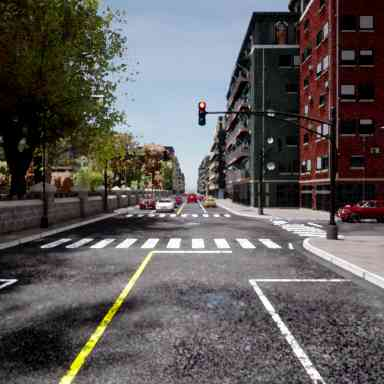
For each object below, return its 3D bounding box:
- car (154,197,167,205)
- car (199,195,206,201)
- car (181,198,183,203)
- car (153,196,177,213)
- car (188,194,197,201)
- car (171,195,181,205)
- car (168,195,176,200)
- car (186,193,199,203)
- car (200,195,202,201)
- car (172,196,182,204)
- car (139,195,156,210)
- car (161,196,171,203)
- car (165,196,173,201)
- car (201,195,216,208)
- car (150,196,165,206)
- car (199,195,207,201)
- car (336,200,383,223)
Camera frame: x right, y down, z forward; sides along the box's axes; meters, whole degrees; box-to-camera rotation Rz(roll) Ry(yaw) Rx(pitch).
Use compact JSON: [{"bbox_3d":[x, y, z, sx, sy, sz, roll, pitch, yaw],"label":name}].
[{"bbox_3d":[-5.660,1.566,60.542,1.887,1.381,4.507,0,0,0],"label":"car"},{"bbox_3d":[2.736,1.592,88.214,1.887,1.381,4.507,0,0,0],"label":"car"},{"bbox_3d":[-3.037,1.496,57.565,1.882,1.535,5.008,0,0,1],"label":"car"},{"bbox_3d":[-3.047,1.532,38.038,1.812,1.442,4.674,0,0,0],"label":"car"},{"bbox_3d":[0.044,1.305,79.641,2.097,1.767,4.553,0,0,0],"label":"car"},{"bbox_3d":[-3.067,1.559,47.673,2.033,1.411,5.357,0,0,0],"label":"car"},{"bbox_3d":[-5.642,1.579,93.583,1.752,1.417,4.829,0,0,0],"label":"car"},{"bbox_3d":[0.039,1.250,69.281,2.150,2.045,5.566,0,0,0],"label":"car"},{"bbox_3d":[2.718,1.561,55.003,1.887,1.381,4.507,0,0,0],"label":"car"},{"bbox_3d":[-2.962,1.553,67.690,1.812,1.442,4.674,0,0,0],"label":"car"},{"bbox_3d":[-5.669,1.324,43.937,2.192,1.841,5.009,0,0,0],"label":"car"},{"bbox_3d":[-5.654,1.612,71.612,1.802,1.307,4.206,0,0,0],"label":"car"},{"bbox_3d":[-5.647,1.623,82.683,1.802,1.307,4.206,0,0,0],"label":"car"},{"bbox_3d":[2.715,1.538,49.638,1.752,1.417,4.829,0,0,0],"label":"car"},{"bbox_3d":[-5.663,1.457,55.007,1.967,1.590,4.097,0,0,0],"label":"car"},{"bbox_3d":[2.733,1.586,82.679,1.887,1.381,4.507,0,0,0],"label":"car"},{"bbox_3d":[14.631,1.591,27.353,5.009,1.841,2.192,1,-1,0],"label":"car"}]
